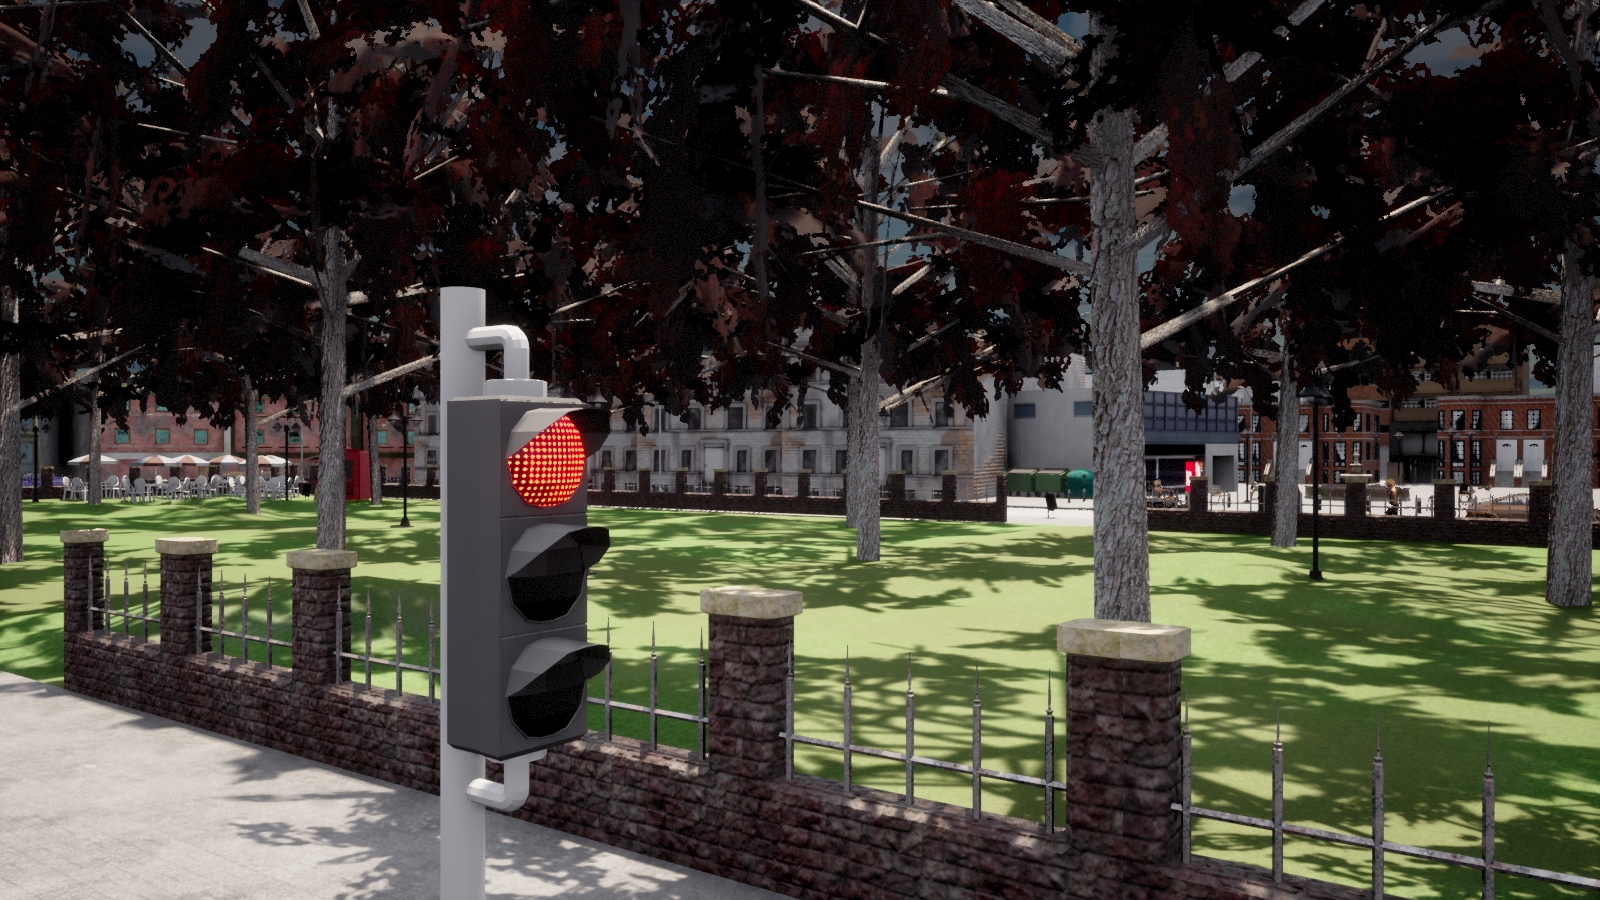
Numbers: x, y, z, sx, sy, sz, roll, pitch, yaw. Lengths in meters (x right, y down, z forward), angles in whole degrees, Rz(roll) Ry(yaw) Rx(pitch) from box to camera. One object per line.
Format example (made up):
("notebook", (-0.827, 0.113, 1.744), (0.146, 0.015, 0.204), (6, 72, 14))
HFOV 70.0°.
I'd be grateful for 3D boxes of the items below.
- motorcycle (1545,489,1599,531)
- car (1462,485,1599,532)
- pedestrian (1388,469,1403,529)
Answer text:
("motorcycle", (25.489, 1.950, 36.881), (2.356, 1.277, 0.764), (0, 0, 36))
("car", (24.361, 1.899, 37.696), (4.181, 1.385, 1.994), (0, 0, 36))
("pedestrian", (18.694, 1.523, 35.872), (0.375, 1.860, 0.375), (0, 0, 36))
